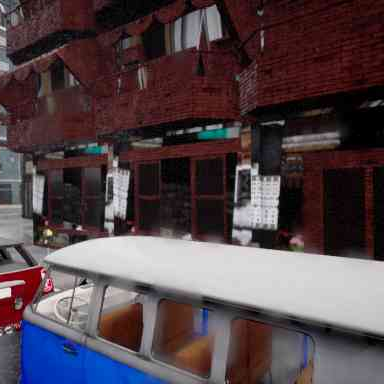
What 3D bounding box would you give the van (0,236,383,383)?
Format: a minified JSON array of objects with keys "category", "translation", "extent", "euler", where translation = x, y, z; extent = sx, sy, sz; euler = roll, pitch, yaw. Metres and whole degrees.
[{"category":"van","translation":[0.286,1.341,2.530],"extent":[3.998,1.788,1.690],"euler":[0,-1,35]}]
